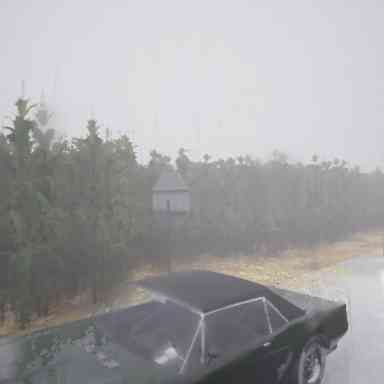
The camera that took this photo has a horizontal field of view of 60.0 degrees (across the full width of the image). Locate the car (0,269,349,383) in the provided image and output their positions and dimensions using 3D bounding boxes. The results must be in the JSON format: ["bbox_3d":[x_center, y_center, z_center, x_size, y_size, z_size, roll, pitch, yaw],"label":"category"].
[{"bbox_3d":[-0.244,1.668,3.561,4.718,1.301,1.895,0,-1,-41],"label":"car"}]
